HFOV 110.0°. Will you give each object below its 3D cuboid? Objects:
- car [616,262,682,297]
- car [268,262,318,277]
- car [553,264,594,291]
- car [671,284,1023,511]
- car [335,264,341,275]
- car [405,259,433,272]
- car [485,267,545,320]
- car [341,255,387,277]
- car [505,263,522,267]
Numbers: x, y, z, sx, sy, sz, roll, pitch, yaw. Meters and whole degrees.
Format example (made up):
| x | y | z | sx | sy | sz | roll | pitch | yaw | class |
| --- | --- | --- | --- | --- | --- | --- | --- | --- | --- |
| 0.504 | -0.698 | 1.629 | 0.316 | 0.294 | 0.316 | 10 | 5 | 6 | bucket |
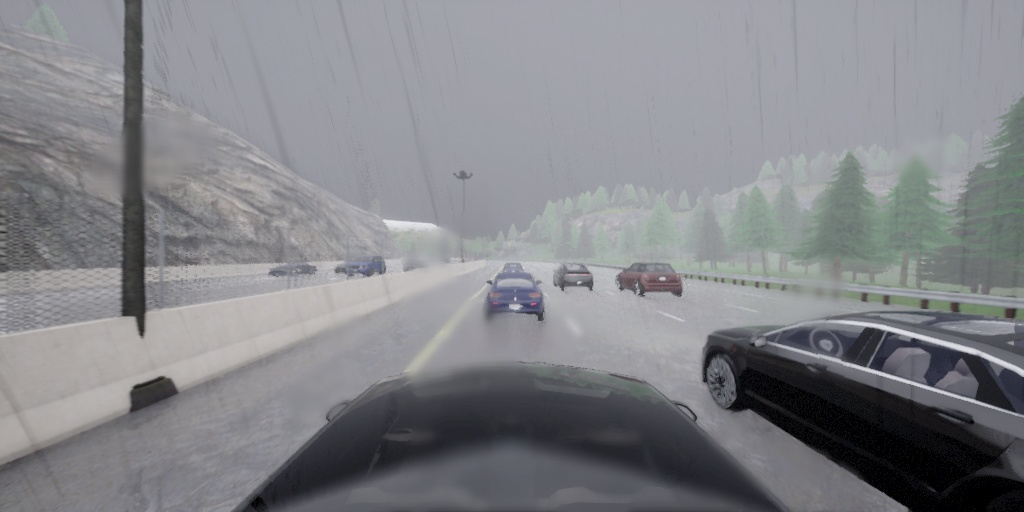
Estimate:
| x | y | z | sx | sy | sz | roll | pitch | yaw | class |
| --- | --- | --- | --- | --- | --- | --- | --- | --- | --- |
| 7.103 | 1.092 | 19.015 | 2.097 | 1.767 | 4.553 | 0 | 0 | 0 | car |
| -21.085 | 1.281 | 34.885 | 2.033 | 1.411 | 5.357 | 0 | 0 | 0 | car |
| 3.602 | 1.230 | 21.612 | 2.128 | 1.511 | 4.902 | 0 | 0 | 0 | car |
| 3.599 | 1.240 | 3.167 | 2.128 | 1.511 | 4.902 | 0 | 0 | 0 | car |
| -17.577 | 1.209 | 39.386 | 1.882 | 1.535 | 5.008 | 0 | 0 | 0 | car |
| -10.578 | 1.294 | 39.908 | 1.994 | 1.385 | 4.181 | 0 | 0 | 0 | car |
| 0.088 | 1.270 | 12.421 | 1.812 | 1.442 | 4.674 | 0 | 0 | 0 | car |
| -14.088 | 0.953 | 35.074 | 2.150 | 2.045 | 5.566 | 0 | 0 | 0 | car |
| 0.107 | 1.281 | 30.727 | 2.033 | 1.411 | 5.357 | 0 | 0 | 0 | car |
